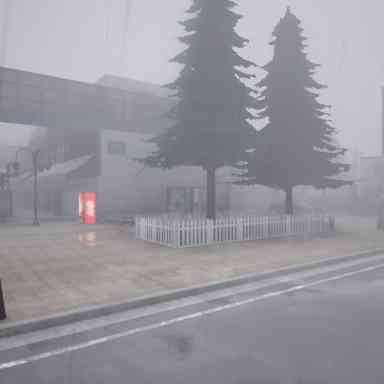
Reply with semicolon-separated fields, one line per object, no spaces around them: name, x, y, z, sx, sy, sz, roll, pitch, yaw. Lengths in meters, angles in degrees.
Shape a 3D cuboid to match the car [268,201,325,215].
car;9.582;1.532;30.796;2.033;1.411;5.357;0;0;-34
